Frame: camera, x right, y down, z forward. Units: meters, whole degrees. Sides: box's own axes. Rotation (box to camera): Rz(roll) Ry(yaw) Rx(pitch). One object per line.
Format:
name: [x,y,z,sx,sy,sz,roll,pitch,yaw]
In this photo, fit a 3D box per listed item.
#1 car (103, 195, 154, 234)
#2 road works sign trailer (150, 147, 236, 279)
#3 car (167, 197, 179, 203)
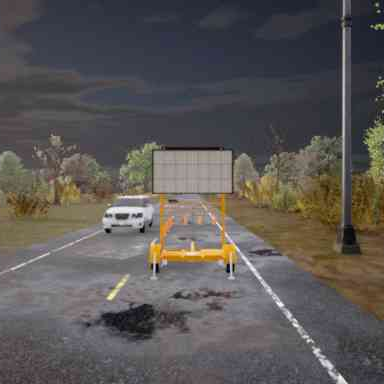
car: [-3.557,1.216,19.577,2.150,2.045,5.566,0,0,0]
road works sign trailer: [0.023,0.463,9.988,2.380,3.560,2.880,0,0,0]
car: [-3.440,1.546,60.207,1.895,1.301,4.718,0,0,1]
